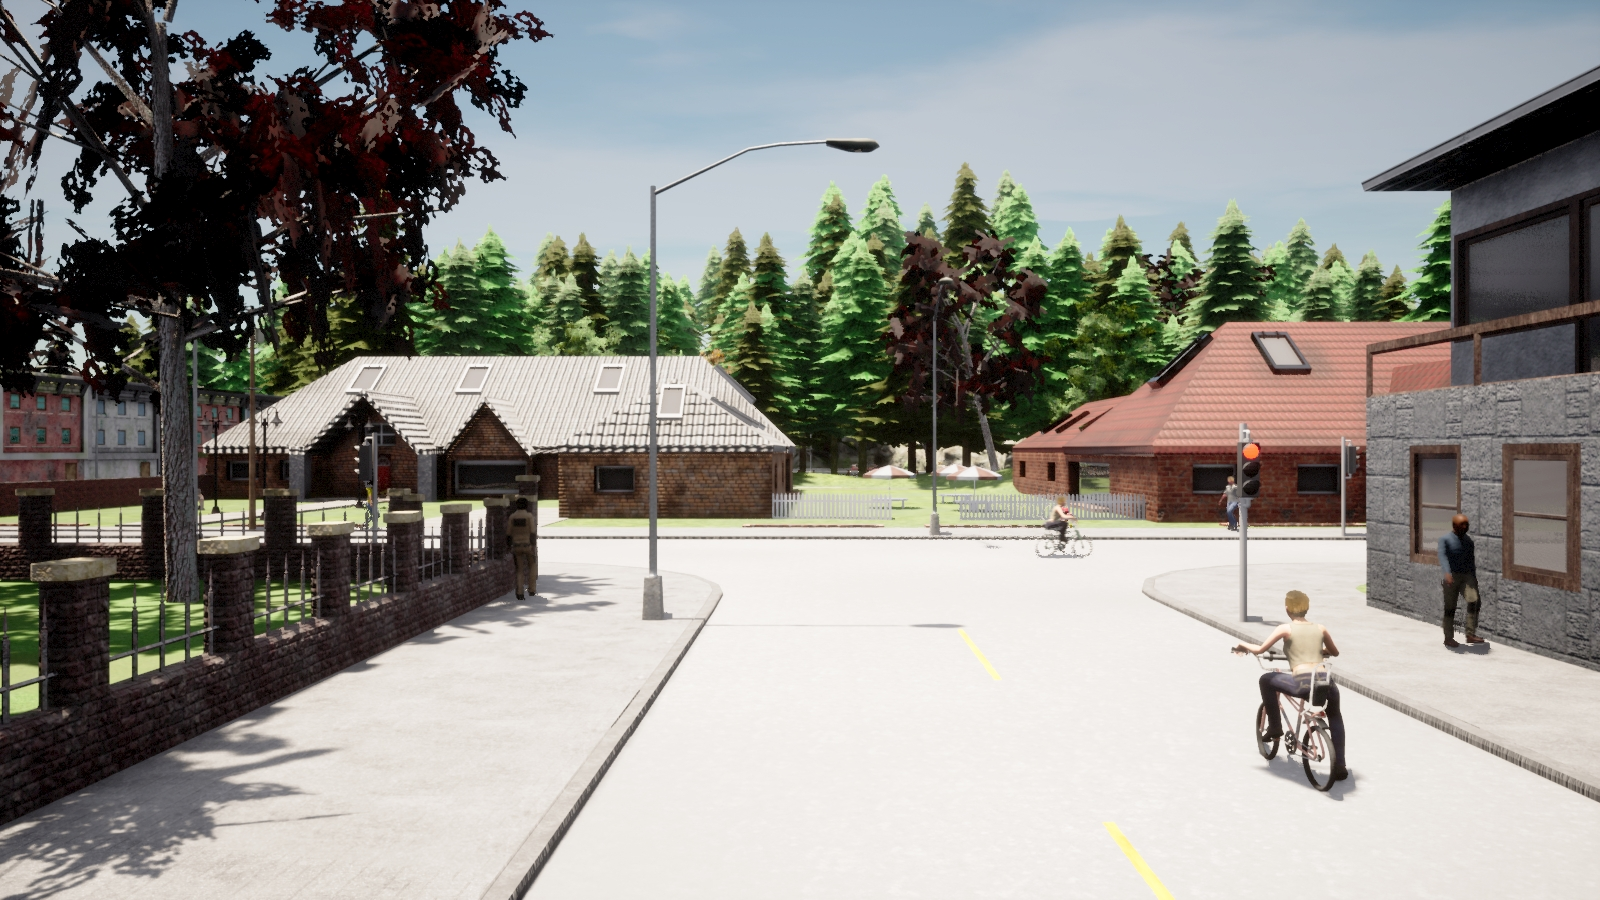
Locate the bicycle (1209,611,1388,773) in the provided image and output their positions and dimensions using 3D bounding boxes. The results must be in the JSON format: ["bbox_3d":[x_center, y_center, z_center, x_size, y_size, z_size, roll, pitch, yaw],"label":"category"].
[{"bbox_3d":[4.247,2.036,9.857,0.859,1.080,1.487,0,0,-2],"label":"bicycle"}]

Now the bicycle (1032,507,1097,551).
[{"bbox_3d":[6.863,2.036,29.669,1.487,1.080,0.859,0,0,1],"label":"bicycle"}]

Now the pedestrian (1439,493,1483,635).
[{"bbox_3d":[8.854,1.516,15.317,0.375,1.860,0.375,0,0,1],"label":"pedestrian"}]

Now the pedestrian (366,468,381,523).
[{"bbox_3d":[-14.338,1.524,38.410,0.375,1.860,0.375,0,0,2],"label":"pedestrian"}]

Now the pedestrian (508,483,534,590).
[{"bbox_3d":[-4.918,1.523,20.175,0.375,1.860,0.375,0,0,-1],"label":"pedestrian"}]

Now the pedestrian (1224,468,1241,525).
[{"bbox_3d":[14.290,1.524,37.737,0.375,1.860,0.375,0,0,-26],"label":"pedestrian"}]
